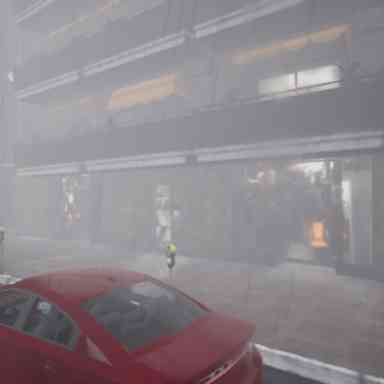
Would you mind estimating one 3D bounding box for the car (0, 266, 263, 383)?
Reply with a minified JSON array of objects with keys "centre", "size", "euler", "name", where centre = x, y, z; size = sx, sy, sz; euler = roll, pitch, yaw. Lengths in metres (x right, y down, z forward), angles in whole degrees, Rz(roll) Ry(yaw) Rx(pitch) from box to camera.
[{"centre":[-1.438,1.576,3.905],"size":[4.507,1.381,1.887],"euler":[-1,-1,35],"name":"car"}]
